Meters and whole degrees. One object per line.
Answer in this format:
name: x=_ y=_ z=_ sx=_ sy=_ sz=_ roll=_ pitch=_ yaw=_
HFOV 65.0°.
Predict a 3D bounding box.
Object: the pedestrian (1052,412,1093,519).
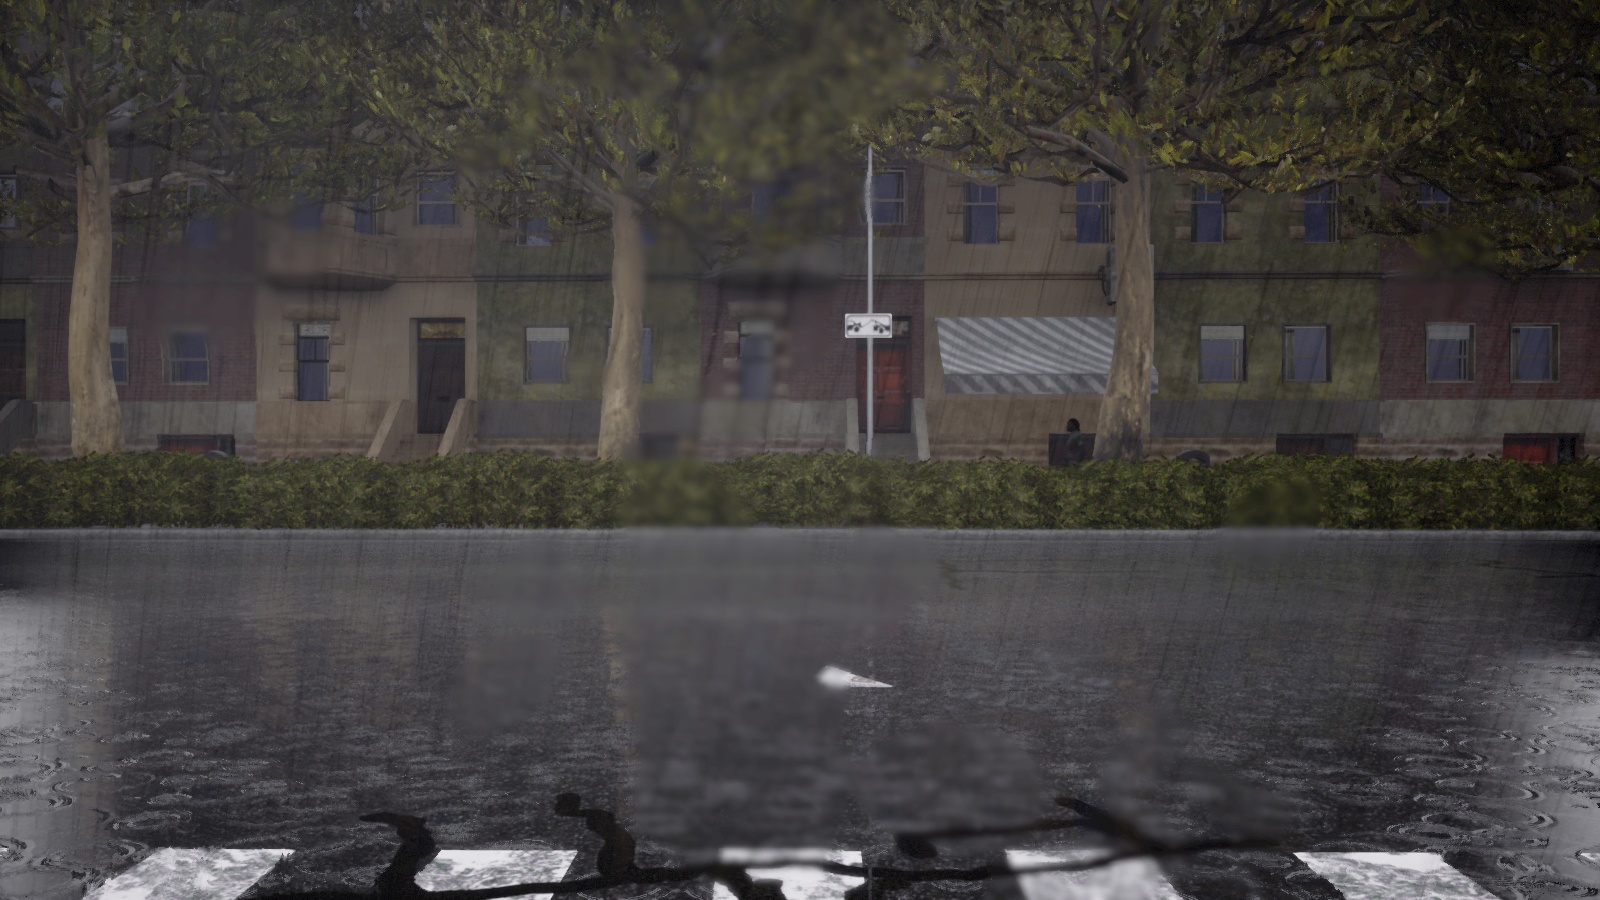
pedestrian: x=4.944 y=0.278 z=22.823 sx=0.666 sy=1.930 sz=0.402 roll=0 pitch=0 yaw=1
